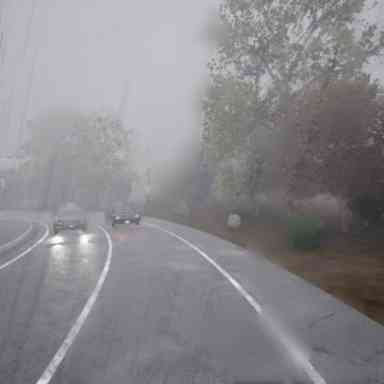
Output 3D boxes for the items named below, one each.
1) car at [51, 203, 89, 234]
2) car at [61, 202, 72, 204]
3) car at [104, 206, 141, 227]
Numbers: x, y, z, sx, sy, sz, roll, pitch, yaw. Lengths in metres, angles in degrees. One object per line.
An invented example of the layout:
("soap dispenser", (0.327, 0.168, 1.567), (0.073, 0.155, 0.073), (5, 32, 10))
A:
("car", (-7.668, 1.697, 20.854), (1.837, 1.490, 4.892), (-2, 0, -22))
("car", (-15.055, 1.985, 39.970), (1.812, 1.442, 4.674), (-4, 1, -39))
("car", (-5.069, 1.683, 23.736), (1.895, 1.301, 4.718), (-2, 0, -22))
